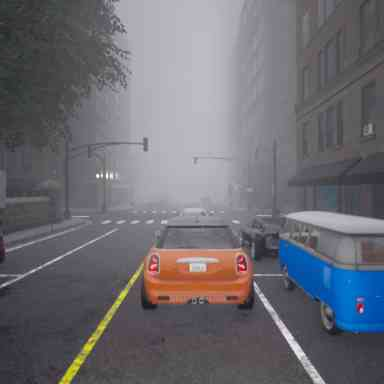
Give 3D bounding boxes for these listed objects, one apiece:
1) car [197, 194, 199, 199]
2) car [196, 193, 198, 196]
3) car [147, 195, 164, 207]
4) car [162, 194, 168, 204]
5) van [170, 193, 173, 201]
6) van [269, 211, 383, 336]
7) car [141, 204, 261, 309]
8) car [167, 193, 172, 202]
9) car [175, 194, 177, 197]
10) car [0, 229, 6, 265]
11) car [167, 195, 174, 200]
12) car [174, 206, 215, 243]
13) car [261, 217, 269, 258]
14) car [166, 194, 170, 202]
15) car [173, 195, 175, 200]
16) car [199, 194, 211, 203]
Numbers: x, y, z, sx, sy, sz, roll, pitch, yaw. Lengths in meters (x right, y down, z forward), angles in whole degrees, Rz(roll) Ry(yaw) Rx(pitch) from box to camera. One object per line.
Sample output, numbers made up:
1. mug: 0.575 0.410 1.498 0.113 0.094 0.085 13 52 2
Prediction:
1. car: 2.839 1.492 77.378 2.008 1.369 4.403 0 0 0
2. car: 2.834 1.469 93.893 1.752 1.417 4.829 0 0 0
3. car: -5.680 1.478 49.920 1.752 1.417 4.829 0 0 0
4. car: -5.681 1.499 55.541 2.008 1.369 4.403 0 0 0
5. van: -5.686 1.283 71.893 1.690 1.788 3.998 0 0 0
6. van: 2.854 1.338 6.444 1.690 1.788 3.998 0 0 0
7. car: 0.100 1.348 7.997 2.097 1.767 4.553 0 0 0
8. car: -5.684 1.488 66.443 1.887 1.381 4.507 0 0 0
9. car: -5.688 1.256 82.795 2.192 1.841 5.009 0 0 0
10. car: -5.670 1.312 6.402 2.192 1.841 5.009 0 0 0
11. car: -5.689 1.468 88.076 1.752 1.417 4.829 0 0 0
12. car: 0.098 1.514 16.998 1.812 1.442 4.674 0 0 0
13. car: 2.854 1.558 12.104 1.947 1.339 4.313 0 0 0
14. car: -5.683 1.490 60.992 1.887 1.381 4.507 0 0 0
15. car: -5.686 1.492 77.344 2.008 1.369 4.403 0 0 0
16. car: 2.840 1.383 66.481 1.967 1.590 4.097 0 0 0
